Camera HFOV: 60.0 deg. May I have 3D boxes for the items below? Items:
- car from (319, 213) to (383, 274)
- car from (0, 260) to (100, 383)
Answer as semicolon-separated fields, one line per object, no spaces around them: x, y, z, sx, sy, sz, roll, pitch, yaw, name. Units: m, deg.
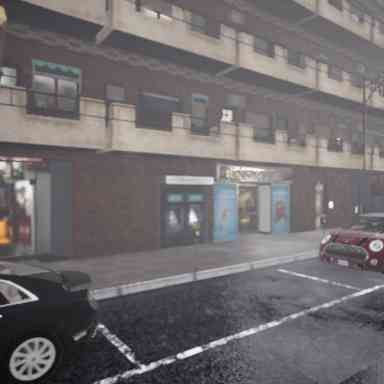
5.718;1.383;10.159;4.097;1.590;1.967;0;1;-35;car
-3.300;1.553;3.739;4.403;1.369;2.008;0;1;-35;car
